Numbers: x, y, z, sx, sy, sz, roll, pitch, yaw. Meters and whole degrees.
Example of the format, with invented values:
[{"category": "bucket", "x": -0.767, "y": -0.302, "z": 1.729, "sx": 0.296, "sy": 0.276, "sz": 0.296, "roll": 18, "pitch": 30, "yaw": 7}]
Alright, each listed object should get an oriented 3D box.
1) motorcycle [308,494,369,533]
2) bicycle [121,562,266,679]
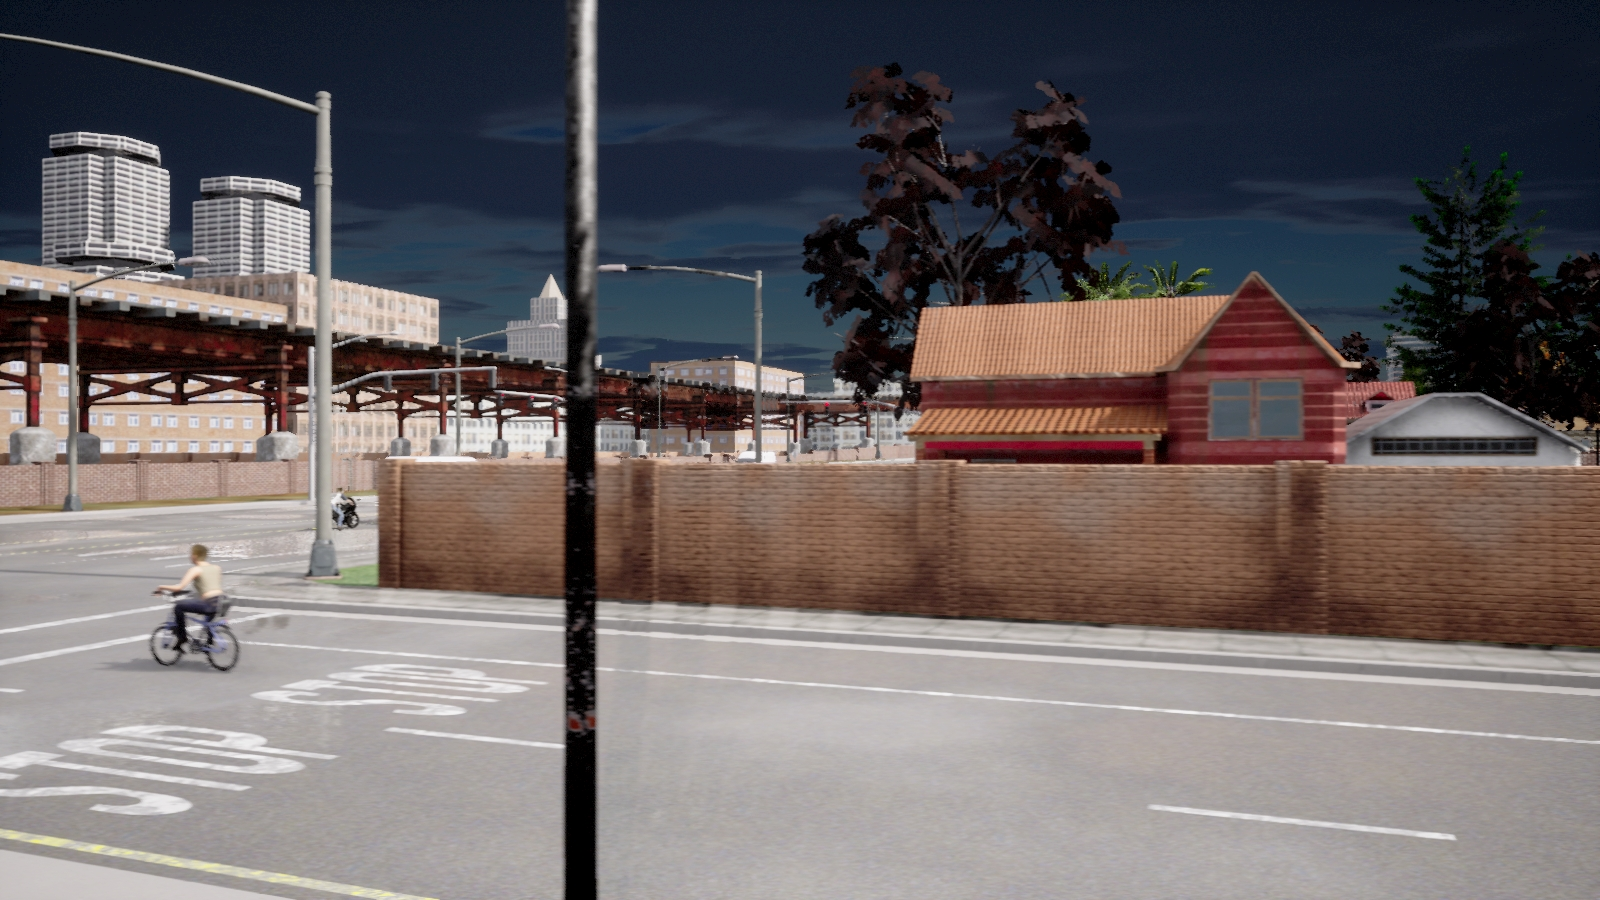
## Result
[{"category": "motorcycle", "x": -15.990, "y": 2.174, "z": 39.643, "sx": 0.803, "sy": 1.224, "sz": 2.033, "roll": 0, "pitch": 0, "yaw": 20}, {"category": "bicycle", "x": -7.730, "y": 2.145, "z": 14.586, "sx": 1.487, "sy": 1.301, "sz": 0.859, "roll": 0, "pitch": 0, "yaw": 20}]
